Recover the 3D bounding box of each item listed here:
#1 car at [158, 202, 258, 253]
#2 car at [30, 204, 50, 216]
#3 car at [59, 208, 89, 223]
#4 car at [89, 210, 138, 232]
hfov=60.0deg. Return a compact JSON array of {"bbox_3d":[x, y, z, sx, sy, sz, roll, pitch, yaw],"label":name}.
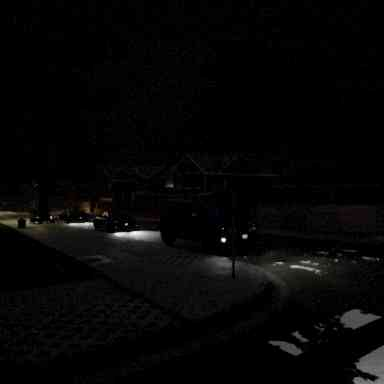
[{"bbox_3d":[0.499,1.477,15.422,2.150,2.045,5.566,0,-1,-35],"label":"car"},{"bbox_3d":[-20.692,2.437,45.231,2.128,1.511,4.902,0,-1,-35],"label":"car"},{"bbox_3d":[-11.334,2.221,31.972,1.994,1.385,4.181,0,-1,-36],"label":"car"},{"bbox_3d":[-5.552,2.029,23.888,1.994,1.385,4.181,0,-1,-36],"label":"car"}]
